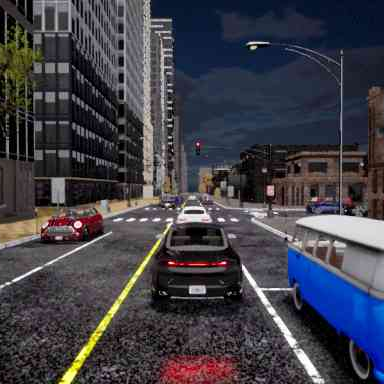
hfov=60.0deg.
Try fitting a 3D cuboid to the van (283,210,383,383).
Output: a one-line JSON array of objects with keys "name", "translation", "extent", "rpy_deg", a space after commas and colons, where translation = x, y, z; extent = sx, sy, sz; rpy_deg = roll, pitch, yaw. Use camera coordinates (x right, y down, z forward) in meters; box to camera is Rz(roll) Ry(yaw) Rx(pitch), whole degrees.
[{"name": "van", "translation": [2.680, 1.340, 5.091], "extent": [1.690, 1.788, 3.998], "rpy_deg": [-1, 0, 0]}]

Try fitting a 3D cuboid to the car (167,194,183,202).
[{"name": "car", "translation": [-3.030, 1.511, 56.995], "extent": [1.812, 1.442, 4.674], "rpy_deg": [0, 0, 0]}]

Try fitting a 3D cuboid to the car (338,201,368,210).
[{"name": "car", "translation": [16.446, 1.793, 31.034], "extent": [4.313, 1.339, 1.947], "rpy_deg": [1, 0, 1]}]

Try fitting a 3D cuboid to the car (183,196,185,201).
[{"name": "car", "translation": [-2.936, 1.547, 69.526], "extent": [1.994, 1.385, 4.181], "rpy_deg": [0, 0, 0]}]

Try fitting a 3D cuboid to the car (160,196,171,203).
[{"name": "car", "translation": [-5.603, 1.549, 71.063], "extent": [1.947, 1.339, 4.313], "rpy_deg": [-1, 0, 0]}]

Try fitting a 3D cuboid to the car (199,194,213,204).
[{"name": "car", "translation": [2.732, 1.425, 59.712], "extent": [1.967, 1.590, 4.097], "rpy_deg": [-1, 0, 0]}]

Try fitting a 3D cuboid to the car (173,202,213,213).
[{"name": "car", "translation": [0.111, 1.520, 18.739], "extent": [1.812, 1.442, 4.674], "rpy_deg": [0, 0, 0]}]

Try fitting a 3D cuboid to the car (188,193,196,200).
[{"name": "car", "translation": [0.084, 1.257, 91.027], "extent": [2.097, 1.767, 4.553], "rpy_deg": [0, 0, 0]}]

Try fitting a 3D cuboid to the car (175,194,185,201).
[{"name": "car", "translation": [-2.924, 1.330, 81.676], "extent": [2.097, 1.767, 4.553], "rpy_deg": [0, 0, 0]}]

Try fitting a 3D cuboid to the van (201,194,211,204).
[{"name": "van", "translation": [2.735, 1.325, 65.356], "extent": [1.690, 1.788, 3.998], "rpy_deg": [-1, 0, 0]}]

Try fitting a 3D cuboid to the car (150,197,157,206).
[{"name": "car", "translation": [-5.790, 1.512, 53.960], "extent": [1.752, 1.417, 4.829], "rpy_deg": [-1, 0, 0]}]

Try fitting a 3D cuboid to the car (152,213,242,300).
[{"name": "car", "translation": [0.105, 1.502, 8.382], "extent": [1.837, 1.490, 4.892], "rpy_deg": [0, 0, 0]}]

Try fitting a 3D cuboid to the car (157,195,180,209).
[{"name": "car", "translation": [-3.058, 1.480, 44.118], "extent": [2.128, 1.511, 4.902], "rpy_deg": [0, 0, 0]}]

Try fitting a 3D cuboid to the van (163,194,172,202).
[{"name": "van", "translation": [-5.601, 1.323, 76.707], "extent": [1.690, 1.788, 3.998], "rpy_deg": [-1, 0, 0]}]

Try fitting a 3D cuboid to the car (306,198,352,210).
[{"name": "car", "translation": [14.850, 1.684, 36.849], "extent": [4.181, 1.385, 1.994], "rpy_deg": [1, 1, 1]}]

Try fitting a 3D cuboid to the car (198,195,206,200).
[{"name": "car", "translation": [2.765, 1.531, 93.576], "extent": [2.008, 1.369, 4.403], "rpy_deg": [-1, 0, 0]}]

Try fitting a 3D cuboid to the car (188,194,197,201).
[{"name": "car", "translation": [0.075, 1.504, 81.023], "extent": [1.812, 1.442, 4.674], "rpy_deg": [0, 0, 0]}]

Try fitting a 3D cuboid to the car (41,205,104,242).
[{"name": "car", "translation": [-5.689, 1.435, 16.183], "extent": [1.967, 1.590, 4.097], "rpy_deg": [-1, 0, 0]}]

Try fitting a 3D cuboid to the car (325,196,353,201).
[{"name": "car", "translation": [16.562, 1.411, 39.410], "extent": [5.009, 1.841, 2.192], "rpy_deg": [1, 0, 1]}]
